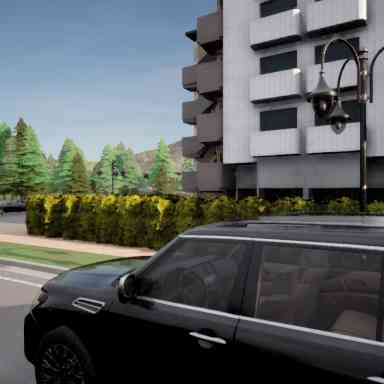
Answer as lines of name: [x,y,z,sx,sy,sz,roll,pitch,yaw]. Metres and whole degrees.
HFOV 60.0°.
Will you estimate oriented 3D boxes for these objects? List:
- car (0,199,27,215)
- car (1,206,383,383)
car: [-18.133,1.491,33.490,2.128,1.511,4.902,0,0,33]
car: [0.773,1.221,3.121,5.566,2.045,2.150,0,0,34]
